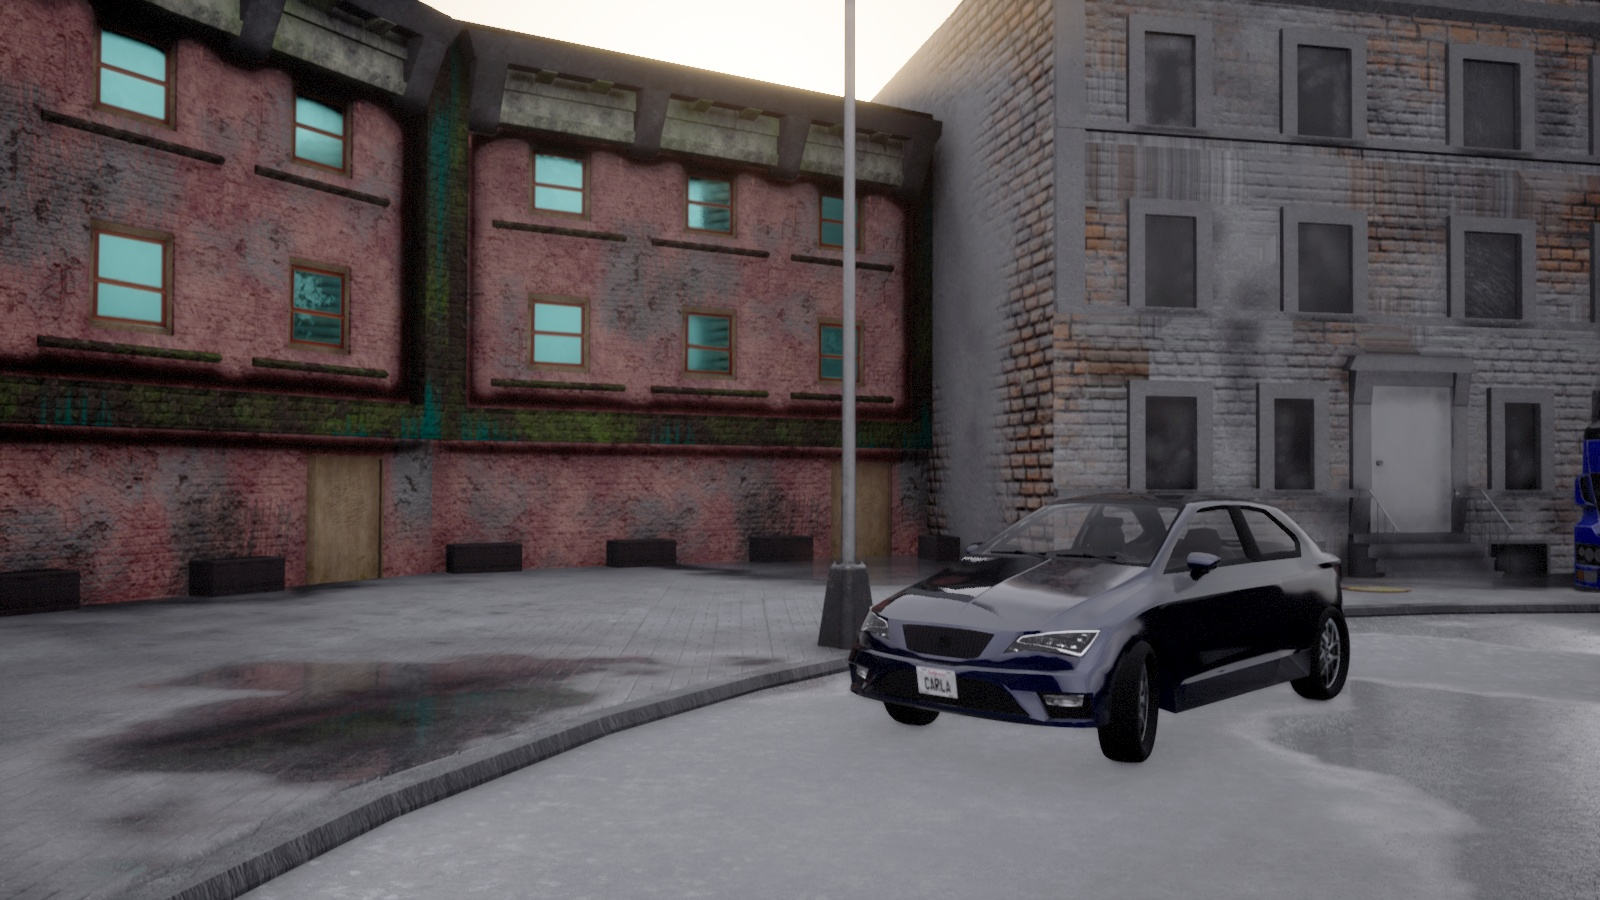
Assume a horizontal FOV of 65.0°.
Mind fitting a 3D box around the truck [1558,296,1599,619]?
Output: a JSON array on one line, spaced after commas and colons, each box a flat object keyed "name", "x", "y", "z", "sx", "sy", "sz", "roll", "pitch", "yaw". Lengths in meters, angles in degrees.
[{"name": "truck", "x": 12.565, "y": 0.058, "z": 12.825, "sx": 7.936, "sy": 3.462, "sz": 2.891, "roll": 0, "pitch": -1, "yaw": -3}]

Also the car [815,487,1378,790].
[{"name": "car", "x": 2.194, "y": 1.007, "z": 8.458, "sx": 1.816, "sy": 1.474, "sz": 4.193, "roll": -1, "pitch": -2, "yaw": 43}]
